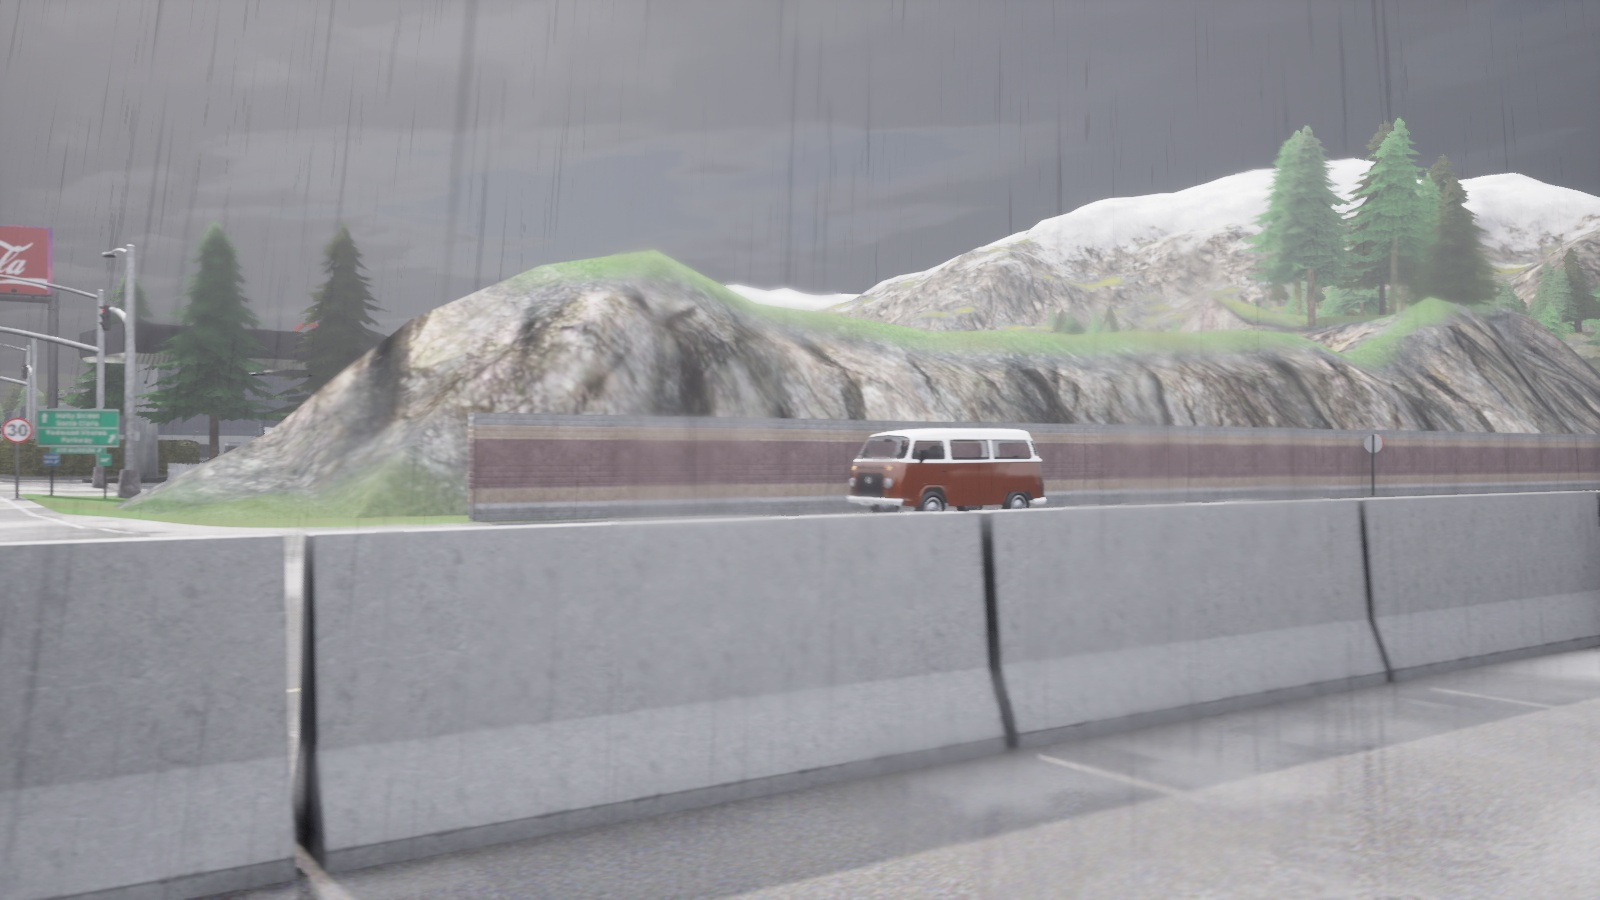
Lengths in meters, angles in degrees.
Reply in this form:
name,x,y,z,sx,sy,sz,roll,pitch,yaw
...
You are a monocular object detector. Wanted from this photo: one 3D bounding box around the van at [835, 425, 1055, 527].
name,x,y,z,sx,sy,sz,roll,pitch,yaw
van,3.171,0.528,27.187,4.480,2.038,2.069,0,0,-35
